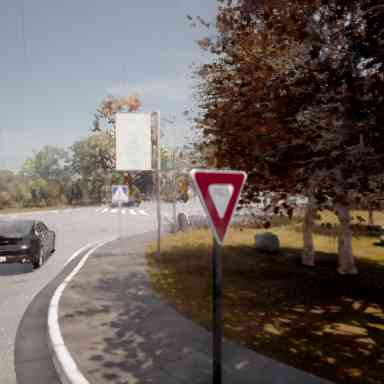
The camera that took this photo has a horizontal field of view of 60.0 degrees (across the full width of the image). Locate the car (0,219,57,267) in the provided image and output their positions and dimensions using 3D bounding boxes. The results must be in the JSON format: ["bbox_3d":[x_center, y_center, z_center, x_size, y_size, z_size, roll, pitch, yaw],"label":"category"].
[{"bbox_3d":[-6.196,1.749,12.107,1.837,1.490,4.892,0,-1,-14],"label":"car"}]

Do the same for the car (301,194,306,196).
[{"bbox_3d":[21.121,-0.157,57.454,2.150,2.045,5.566,1,3,40],"label":"car"}]

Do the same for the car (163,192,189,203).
[{"bbox_3d":[-2.621,0.829,53.075,2.128,1.511,4.902,1,3,39],"label":"car"}]

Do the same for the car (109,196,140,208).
[{"bbox_3d":[-9.098,1.342,45.141,1.812,1.442,4.674,1,3,39],"label":"car"}]
